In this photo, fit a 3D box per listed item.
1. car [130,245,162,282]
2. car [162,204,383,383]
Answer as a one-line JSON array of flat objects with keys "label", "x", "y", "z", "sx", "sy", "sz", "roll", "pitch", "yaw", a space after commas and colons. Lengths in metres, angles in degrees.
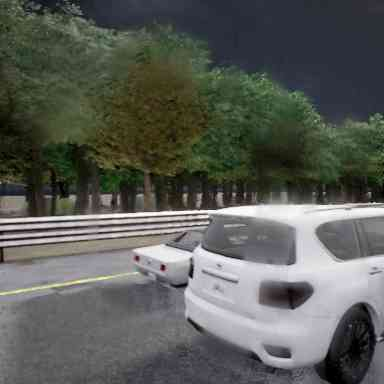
[{"label": "car", "x": 0.924, "y": 1.597, "z": 8.699, "sx": 4.718, "sy": 1.301, "sz": 1.895, "roll": 0, "pitch": 0, "yaw": -35}, {"label": "car", "x": 2.500, "y": 1.218, "z": 5.523, "sx": 5.566, "sy": 2.045, "sz": 2.150, "roll": 0, "pitch": 0, "yaw": -35}]
